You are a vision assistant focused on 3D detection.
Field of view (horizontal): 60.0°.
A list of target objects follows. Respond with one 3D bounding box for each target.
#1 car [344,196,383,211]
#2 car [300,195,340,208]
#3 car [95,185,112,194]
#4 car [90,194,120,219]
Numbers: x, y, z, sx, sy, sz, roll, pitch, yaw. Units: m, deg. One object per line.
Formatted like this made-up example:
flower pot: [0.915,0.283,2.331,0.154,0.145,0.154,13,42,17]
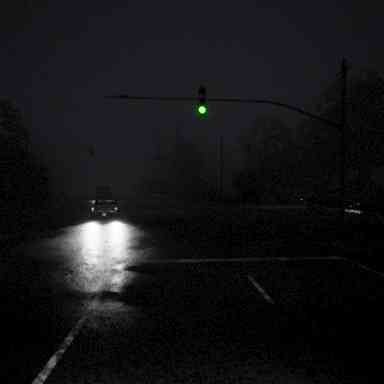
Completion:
car: [17.859,1.075,32.660,5.357,1.411,2.033,2,1,-15]
car: [13.917,0.951,35.208,4.718,1.301,1.895,1,1,-15]
car: [-12.841,-0.010,48.084,2.150,2.045,5.566,-1,3,-18]
car: [-6.013,1.085,23.358,1.895,1.301,4.718,0,2,-11]
